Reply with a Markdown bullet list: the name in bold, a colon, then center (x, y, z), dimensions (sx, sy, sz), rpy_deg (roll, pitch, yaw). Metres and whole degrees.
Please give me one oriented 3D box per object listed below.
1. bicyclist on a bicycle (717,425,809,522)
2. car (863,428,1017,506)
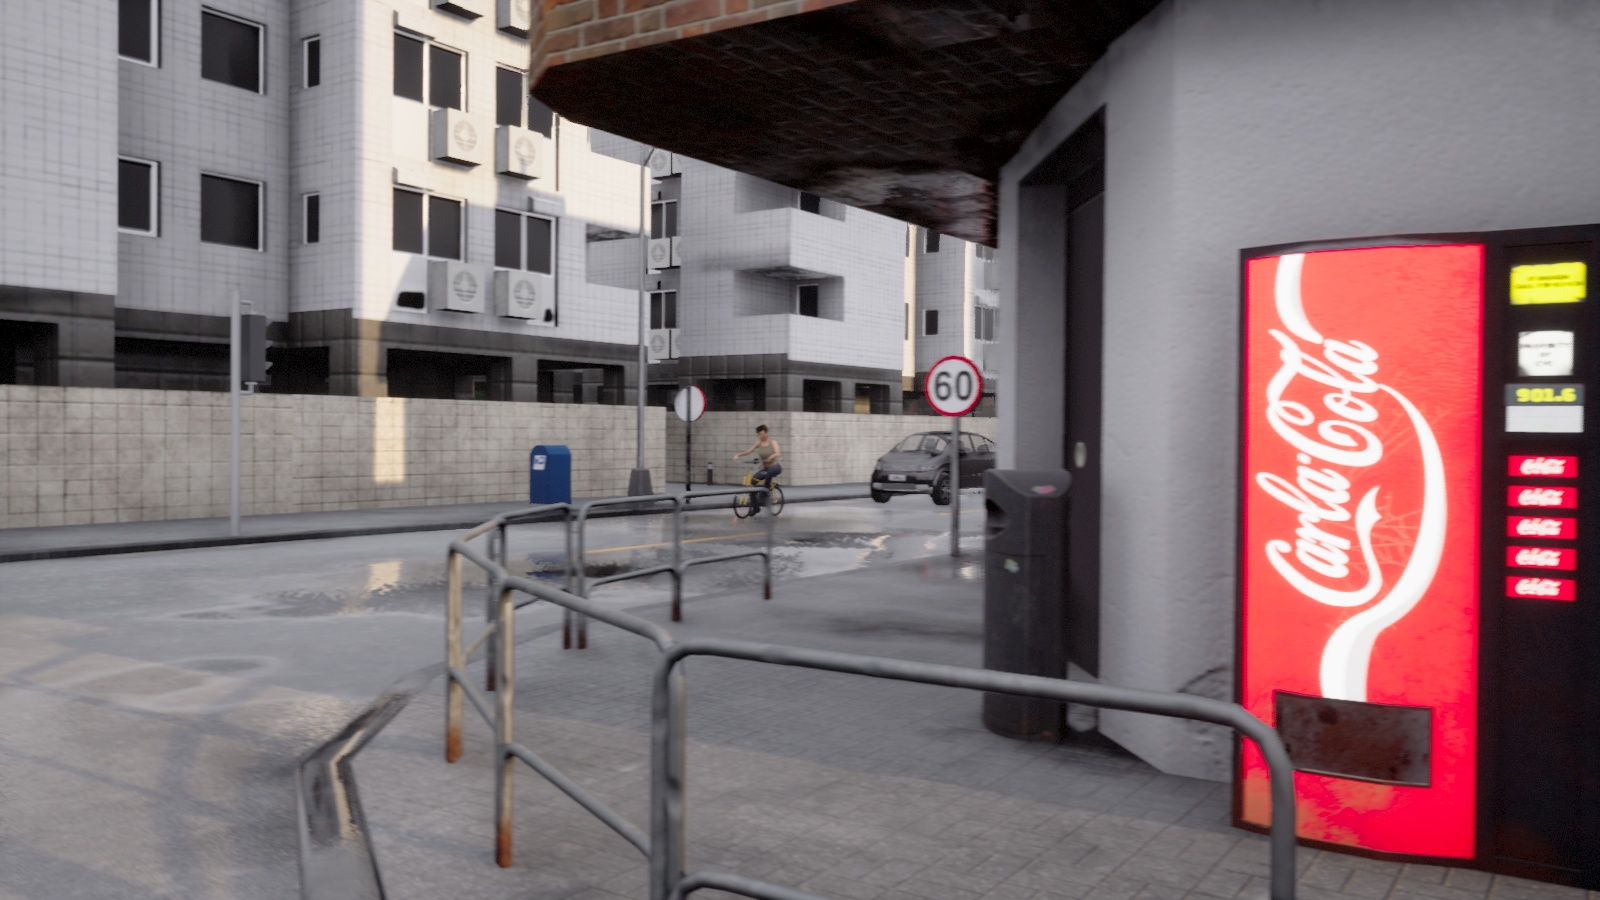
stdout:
- **bicyclist on a bicycle**: center (-0.626, 0.379, 21.608), dimensions (0.866, 1.612, 1.509), rpy_deg (0, 1, 33)
- **car**: center (3.092, 0.311, 27.183), dimensions (1.789, 1.549, 3.705), rpy_deg (0, 1, 34)
